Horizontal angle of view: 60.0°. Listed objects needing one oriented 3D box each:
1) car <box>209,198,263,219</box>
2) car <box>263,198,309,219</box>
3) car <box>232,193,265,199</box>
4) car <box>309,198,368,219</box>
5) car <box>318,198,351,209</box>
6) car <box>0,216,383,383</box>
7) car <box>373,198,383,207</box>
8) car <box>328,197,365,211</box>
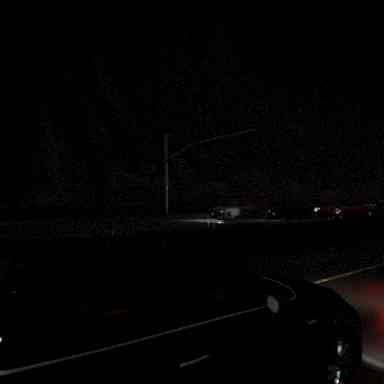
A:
[{"bbox_3d":[3.545,1.501,28.160,4.674,1.442,1.812,0,0,-36],"label":"car"},{"bbox_3d":[8.313,1.464,27.316,4.892,1.490,1.837,0,0,-36],"label":"car"},{"bbox_3d":[5.221,1.174,33.724,5.566,2.045,2.150,0,0,-36],"label":"car"},{"bbox_3d":[11.351,1.302,25.199,4.553,1.767,2.097,0,0,-36],"label":"car"},{"bbox_3d":[18.695,1.461,43.548,4.718,1.301,1.895,0,0,-36],"label":"car"},{"bbox_3d":[-0.116,1.352,3.662,4.553,1.767,2.097,0,0,-36],"label":"car"},{"bbox_3d":[22.568,1.463,37.709,4.718,1.301,1.895,0,0,-36],"label":"car"},{"bbox_3d":[18.060,1.404,38.755,4.674,1.442,1.812,0,0,-36],"label":"car"}]
